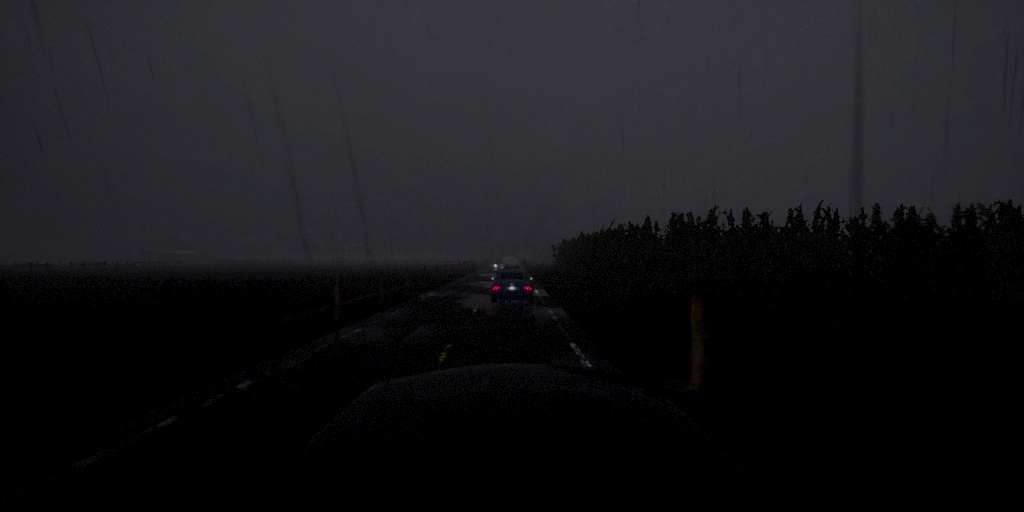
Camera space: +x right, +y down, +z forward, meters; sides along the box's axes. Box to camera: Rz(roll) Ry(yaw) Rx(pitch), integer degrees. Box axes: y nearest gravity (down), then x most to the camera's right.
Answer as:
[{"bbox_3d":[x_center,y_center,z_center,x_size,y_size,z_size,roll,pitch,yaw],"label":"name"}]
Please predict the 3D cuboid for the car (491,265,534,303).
[{"bbox_3d":[0.000,1.306,16.503,2.033,1.411,5.357,0,0,0],"label":"car"}]

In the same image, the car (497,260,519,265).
[{"bbox_3d":[0.000,1.302,31.504,1.994,1.385,4.181,0,0,0],"label":"car"}]
